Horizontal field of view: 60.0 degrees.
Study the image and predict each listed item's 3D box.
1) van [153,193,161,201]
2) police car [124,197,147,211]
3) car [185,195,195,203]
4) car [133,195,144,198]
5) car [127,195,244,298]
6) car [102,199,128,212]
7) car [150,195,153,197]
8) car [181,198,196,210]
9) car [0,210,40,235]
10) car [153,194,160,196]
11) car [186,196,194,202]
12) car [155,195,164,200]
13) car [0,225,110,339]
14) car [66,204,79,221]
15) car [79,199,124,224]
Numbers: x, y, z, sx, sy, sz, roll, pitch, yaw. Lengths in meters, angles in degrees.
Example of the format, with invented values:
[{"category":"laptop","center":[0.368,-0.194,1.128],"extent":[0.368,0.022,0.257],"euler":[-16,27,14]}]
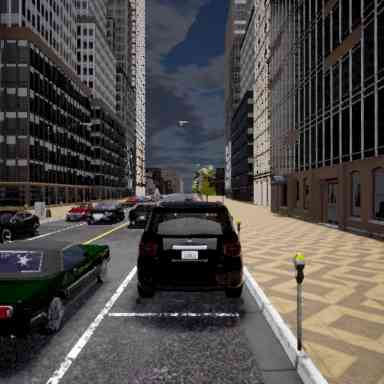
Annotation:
[{"category":"van","center":[-8.831,1.286,84.106],"extent":[1.690,1.788,3.998],"euler":[0,0,0]},{"category":"police car","center":[-3.146,1.419,23.622],"extent":[1.930,1.638,5.238],"euler":[0,0,0]},{"category":"car","center":[-0.451,1.403,67.015],"extent":[1.967,1.590,4.097],"euler":[0,0,0]},{"category":"car","center":[-8.833,1.523,49.953],"extent":[1.887,1.381,4.507],"euler":[0,0,0]},{"category":"car","center":[-0.039,1.227,8.679],"extent":[2.150,2.045,5.566],"euler":[0,0,0]},{"category":"car","center":[-8.833,1.537,38.569],"extent":[2.008,1.369,4.403],"euler":[0,0,0]},{"category":"car","center":[-8.833,1.551,61.338],"extent":[1.802,1.307,4.206],"euler":[0,0,0]},{"category":"car","center":[-0.452,1.548,44.248],"extent":[1.947,1.339,4.313],"euler":[0,0,0]},{"category":"car","center":[-8.833,1.564,15.800],"extent":[1.947,1.339,4.313],"euler":[0,0,0]},{"category":"car","center":[-8.832,1.391,78.413],"extent":[1.967,1.590,4.097],"euler":[0,0,0]},{"category":"car","center":[-0.452,1.533,78.399],"extent":[1.802,1.307,4.206],"euler":[0,0,0]},{"category":"car","center":[-8.833,1.504,89.799],"extent":[1.947,1.339,4.313],"euler":[0,0,0]},{"category":"car","center":[-3.046,1.600,6.606],"extent":[1.895,1.301,4.718],"euler":[0,0,0]},{"category":"car","center":[-8.832,1.575,27.183],"extent":[1.802,1.307,4.206],"euler":[0,0,0]},{"category":"car","center":[-6.245,1.486,24.423],"extent":[2.128,1.511,4.902],"euler":[0,0,0]}]
